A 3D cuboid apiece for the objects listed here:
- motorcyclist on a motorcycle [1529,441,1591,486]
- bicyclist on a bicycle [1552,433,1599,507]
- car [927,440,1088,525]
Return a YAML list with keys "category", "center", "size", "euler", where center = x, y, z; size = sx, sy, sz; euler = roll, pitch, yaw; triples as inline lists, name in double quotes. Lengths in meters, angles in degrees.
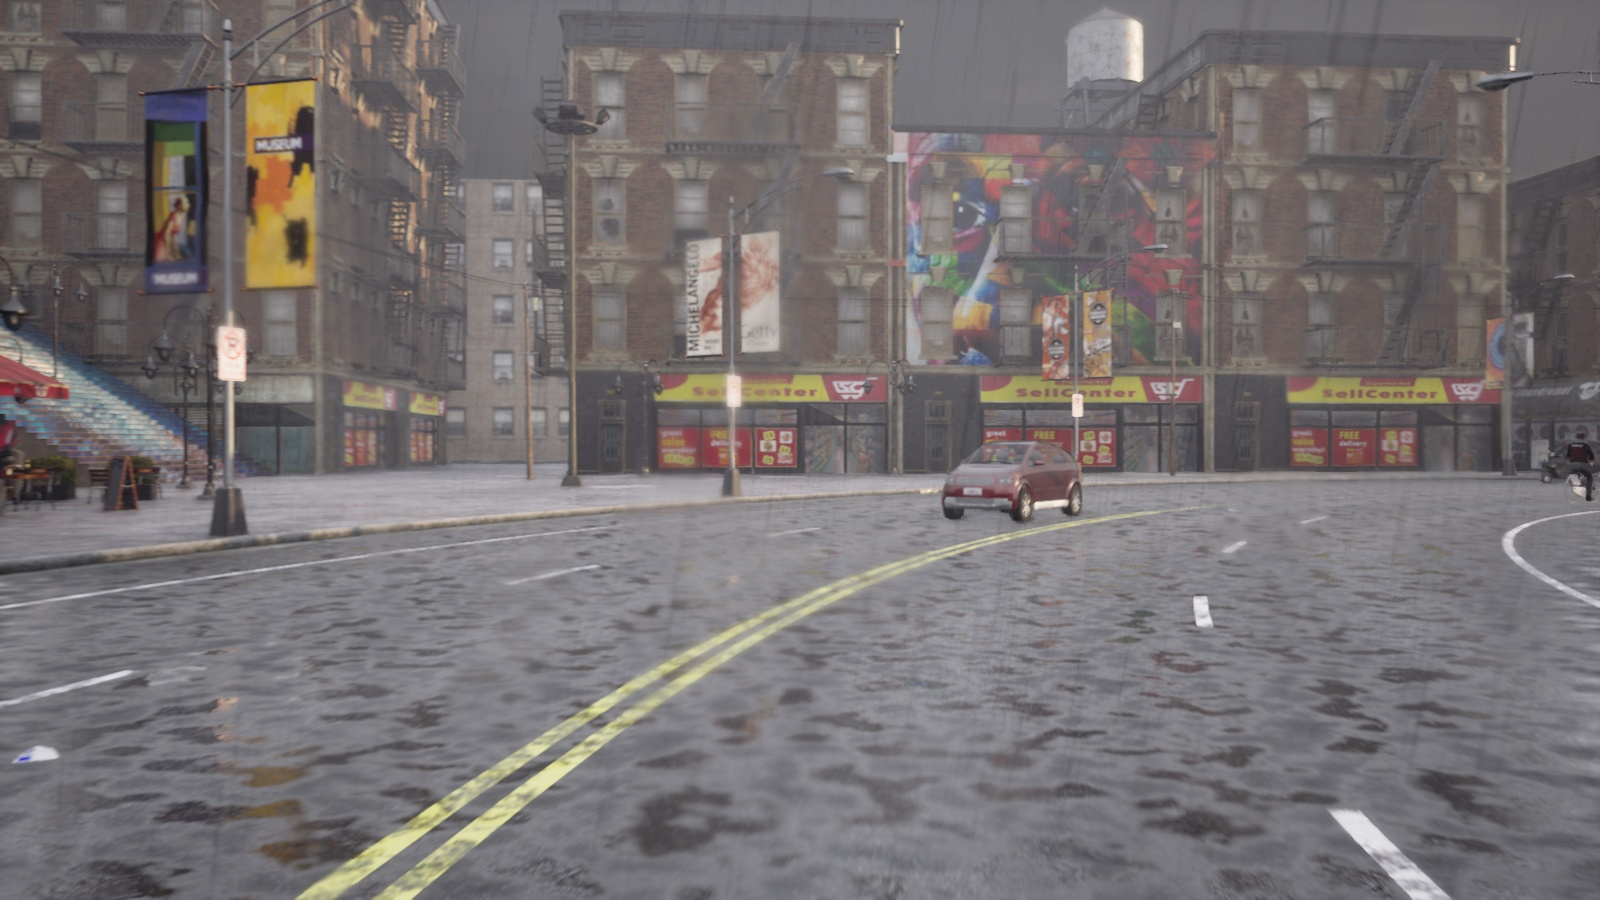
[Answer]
- category: "motorcyclist on a motorcycle"
  center: [27.666, 0.486, 45.736]
  size: [1.817, 1.590, 0.866]
  euler: [0, 1, -12]
- category: "bicyclist on a bicycle"
  center: [19.258, 0.474, 30.816]
  size: [1.843, 1.776, 0.659]
  euler: [0, 1, -35]
- category: "car"
  center: [4.201, 0.591, 25.013]
  size: [1.789, 1.549, 3.705]
  euler: [0, 0, 34]
